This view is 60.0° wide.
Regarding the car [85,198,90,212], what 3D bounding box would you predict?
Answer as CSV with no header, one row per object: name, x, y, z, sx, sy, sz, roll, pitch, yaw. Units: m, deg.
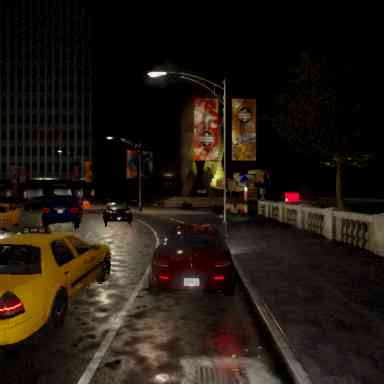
car,-13.409,1.341,38.108,2.097,1.767,4.553,0,0,-39

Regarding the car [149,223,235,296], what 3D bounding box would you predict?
car,0.024,1.525,8.545,1.812,1.442,4.674,0,0,1

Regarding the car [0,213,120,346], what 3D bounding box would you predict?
car,-3.006,1.454,6.667,1.801,1.575,5.366,0,0,0

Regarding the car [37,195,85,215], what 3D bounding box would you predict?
car,-8.465,1.218,21.975,2.150,2.045,5.566,0,0,-17

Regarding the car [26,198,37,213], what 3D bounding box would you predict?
car,-17.664,1.464,37.728,1.882,1.535,5.008,0,0,-42

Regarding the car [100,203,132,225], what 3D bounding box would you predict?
car,-5.390,1.488,23.576,2.128,1.511,4.902,0,0,-17

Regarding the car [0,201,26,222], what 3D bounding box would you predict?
car,-11.764,1.469,20.144,1.882,1.535,5.008,0,0,-17
